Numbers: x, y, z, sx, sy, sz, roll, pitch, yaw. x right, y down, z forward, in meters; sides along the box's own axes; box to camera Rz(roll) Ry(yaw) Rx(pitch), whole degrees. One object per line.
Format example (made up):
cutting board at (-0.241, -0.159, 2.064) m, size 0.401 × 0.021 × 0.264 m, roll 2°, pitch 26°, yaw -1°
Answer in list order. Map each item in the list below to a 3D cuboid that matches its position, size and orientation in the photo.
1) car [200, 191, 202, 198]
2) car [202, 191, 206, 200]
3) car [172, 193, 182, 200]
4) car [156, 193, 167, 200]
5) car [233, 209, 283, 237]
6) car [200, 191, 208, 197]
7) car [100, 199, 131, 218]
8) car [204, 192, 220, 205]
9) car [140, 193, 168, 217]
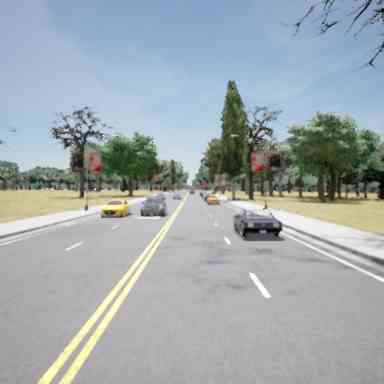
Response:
car at (3.295, 0.847, 73.381) m, size 1.801 × 1.575 × 5.366 m, roll 0°, pitch 1°, yaw 0°
car at (3.288, 1.042, 62.195) m, size 1.837 × 1.490 × 4.892 m, roll 0°, pitch 1°, yaw 0°
car at (-3.206, 0.952, 70.760) m, size 2.033 × 1.411 × 5.357 m, roll 0°, pitch 1°, yaw 0°
car at (-6.456, 0.936, 70.762) m, size 1.812 × 1.442 × 4.674 m, roll 0°, pitch 1°, yaw 0°
car at (3.362, 1.583, 17.917) m, size 1.895 × 1.301 × 4.718 m, roll 0°, pitch 0°, yaw 0°
car at (3.309, 0.510, 95.216) m, size 2.163 × 1.488 × 4.792 m, roll 0°, pitch 1°, yaw 0°
car at (-6.578, 1.361, 29.106) m, size 1.882 × 1.535 × 5.008 m, roll 0°, pitch 1°, yaw 0°
car at (3.282, 1.110, 51.386) m, size 1.801 × 1.575 × 5.366 m, roll 0°, pitch 1°, yaw 0°
car at (-3.327, 1.231, 29.614) m, size 2.097 × 1.767 × 4.553 m, roll 0°, pitch 1°, yaw 0°
